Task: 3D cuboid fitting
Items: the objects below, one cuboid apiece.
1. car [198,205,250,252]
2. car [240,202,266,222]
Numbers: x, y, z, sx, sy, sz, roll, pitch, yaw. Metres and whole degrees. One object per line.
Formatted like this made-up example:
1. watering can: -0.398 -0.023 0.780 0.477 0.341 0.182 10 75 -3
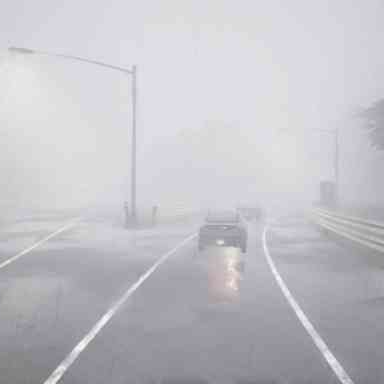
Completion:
1. car: 1.412 1.519 14.104 1.837 1.490 4.892 0 0 10
2. car: 4.884 1.524 27.218 1.882 1.535 5.008 0 0 19
